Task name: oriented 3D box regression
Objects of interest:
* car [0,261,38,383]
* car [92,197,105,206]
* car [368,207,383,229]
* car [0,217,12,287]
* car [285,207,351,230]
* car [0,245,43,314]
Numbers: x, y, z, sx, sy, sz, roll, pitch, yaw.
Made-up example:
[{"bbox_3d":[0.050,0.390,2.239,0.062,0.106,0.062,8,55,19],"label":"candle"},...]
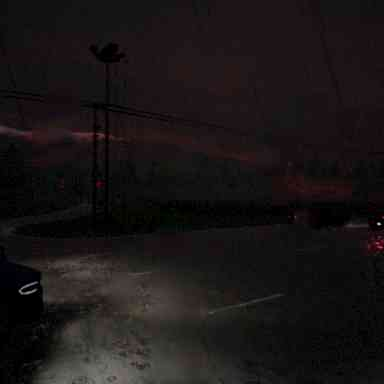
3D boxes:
[{"bbox_3d":[-3.446,1.486,1.287,4.892,1.490,1.837,0,0,-36],"label":"car"},{"bbox_3d":[-16.976,1.697,60.407,1.837,1.490,4.892,0,0,-12],"label":"car"},{"bbox_3d":[13.564,1.723,22.029,4.892,1.490,1.837,0,0,-36],"label":"car"},{"bbox_3d":[-6.960,1.463,7.380,5.008,1.535,1.882,1,0,-36],"label":"car"},{"bbox_3d":[8.751,1.733,22.893,5.357,1.411,2.033,1,0,-36],"label":"car"},{"bbox_3d":[-4.790,1.465,4.629,5.008,1.535,1.882,1,0,-36],"label":"car"}]
